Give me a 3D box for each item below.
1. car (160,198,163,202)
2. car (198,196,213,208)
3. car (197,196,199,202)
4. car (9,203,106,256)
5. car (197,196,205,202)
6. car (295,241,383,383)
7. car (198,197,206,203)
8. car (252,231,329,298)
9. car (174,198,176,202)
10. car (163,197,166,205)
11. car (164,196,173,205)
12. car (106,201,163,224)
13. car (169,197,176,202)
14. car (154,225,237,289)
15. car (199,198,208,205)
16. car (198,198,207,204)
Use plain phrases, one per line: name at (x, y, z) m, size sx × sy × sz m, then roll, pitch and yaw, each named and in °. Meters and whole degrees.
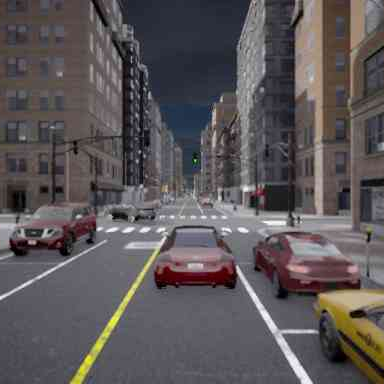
car at (-5.470, 1.849, 45.685) m, size 1.887 × 1.381 × 4.507 m, roll 0°, pitch 0°, yaw 0°
car at (2.535, 1.813, 56.601) m, size 1.967 × 1.590 × 4.097 m, roll 0°, pitch 0°, yaw 0°
car at (2.515, 1.880, 67.509) m, size 1.967 × 1.590 × 4.097 m, roll 0°, pitch 0°, yaw 0°
car at (-5.412, 1.408, 13.770) m, size 2.192 × 1.841 × 5.009 m, roll 0°, pitch 0°, yaw 0°
car at (2.464, 1.928, 94.781) m, size 2.192 × 1.841 × 5.009 m, roll 0°, pitch 0°, yaw 0°
car at (2.632, 1.547, 3.119) m, size 1.752 × 1.417 × 4.829 m, roll 0°, pitch 0°, yaw 0°
car at (2.485, 2.068, 84.041) m, size 1.752 × 1.417 × 4.829 m, roll 0°, pitch 0°, yaw 0°
car at (2.622, 1.638, 8.361) m, size 1.802 × 1.307 × 4.206 m, roll 0°, pitch 0°, yaw 0°
car at (-5.550, 2.102, 89.145) m, size 1.752 × 1.417 × 4.829 m, roll 0°, pitch 0°, yaw 0°
car at (-5.480, 1.863, 50.969) m, size 1.752 × 1.417 × 4.829 m, roll 0°, pitch 0°, yaw 0°
car at (-5.510, 2.007, 67.500) m, size 1.947 × 1.339 × 4.313 m, roll 0°, pitch 0°, yaw 0°
car at (-5.005, 1.657, 26.570) m, size 4.902 × 1.511 × 2.128 m, roll 0°, pitch -1°, yaw 41°
car at (-5.560, 2.196, 94.767) m, size 1.802 × 1.307 × 4.206 m, roll 0°, pitch 0°, yaw 0°
car at (0.082, 1.628, 9.401) m, size 1.994 × 1.385 × 4.181 m, roll 0°, pitch 0°, yaw 0°
car at (2.505, 2.019, 72.963) m, size 1.887 × 1.381 × 4.507 m, roll 0°, pitch 0°, yaw 0°
car at (2.495, 2.058, 78.417) m, size 2.008 × 1.369 × 4.403 m, roll 0°, pitch 0°, yaw 0°
